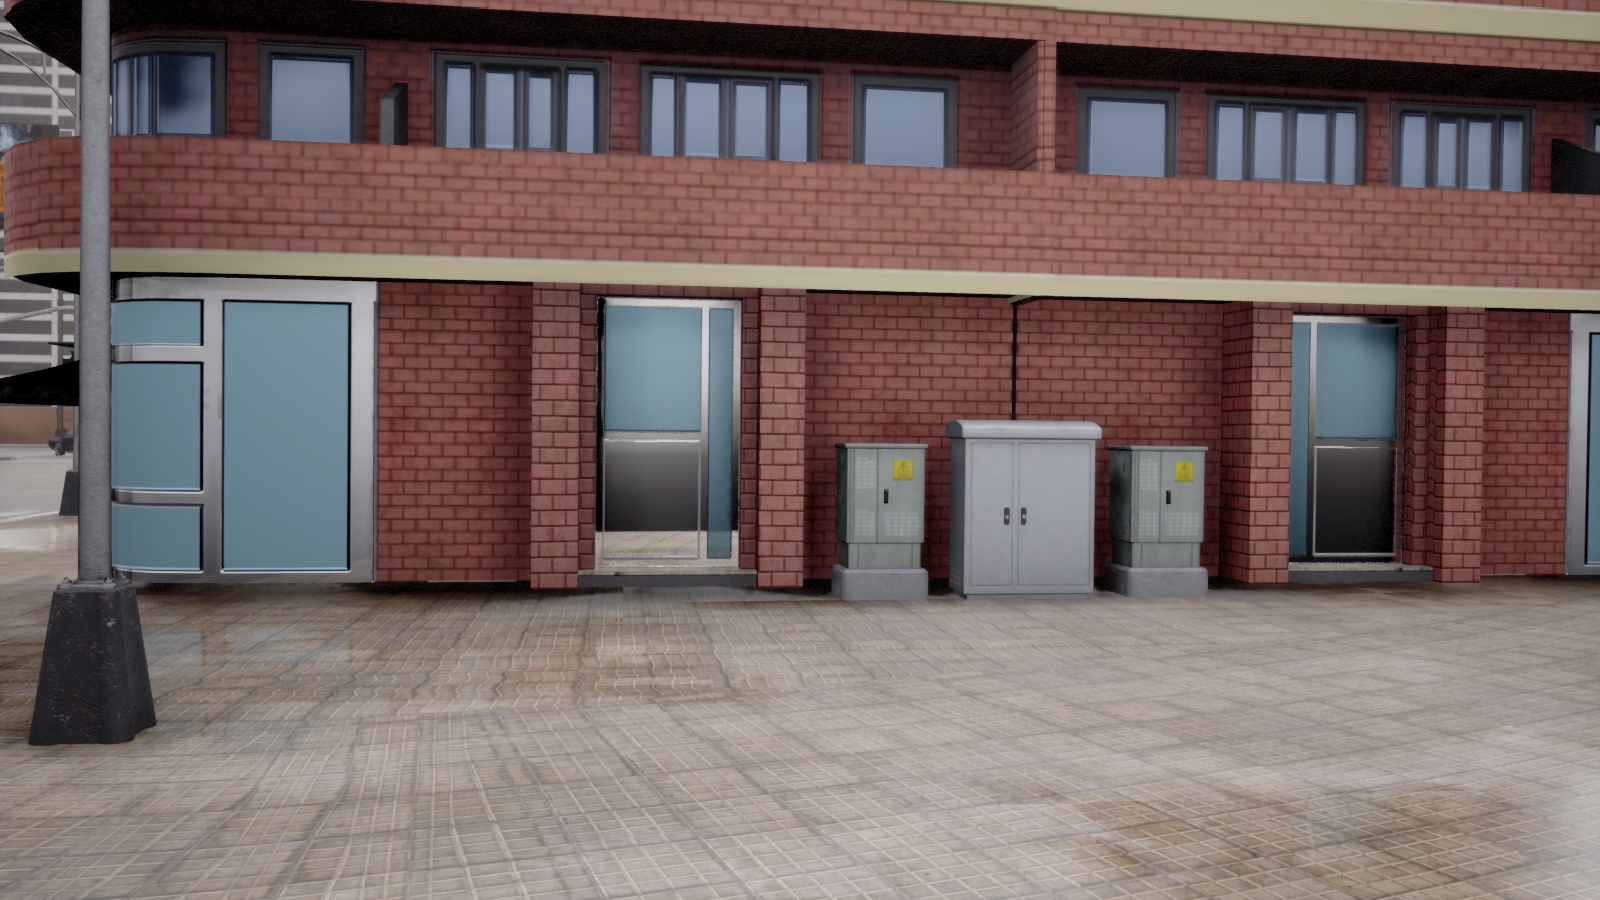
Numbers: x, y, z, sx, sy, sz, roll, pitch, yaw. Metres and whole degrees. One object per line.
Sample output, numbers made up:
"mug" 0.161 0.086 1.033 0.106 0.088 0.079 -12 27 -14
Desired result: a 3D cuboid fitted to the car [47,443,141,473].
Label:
"car" -32.509 0.365 57.791 4.718 1.301 1.895 0 1 35
